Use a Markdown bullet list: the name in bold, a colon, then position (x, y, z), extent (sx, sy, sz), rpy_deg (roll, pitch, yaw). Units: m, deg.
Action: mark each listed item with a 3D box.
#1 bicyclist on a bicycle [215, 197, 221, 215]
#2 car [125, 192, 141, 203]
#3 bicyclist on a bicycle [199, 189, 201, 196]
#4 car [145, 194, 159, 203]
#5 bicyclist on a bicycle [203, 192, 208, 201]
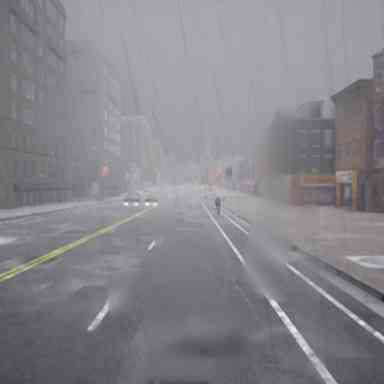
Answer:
- **bicyclist on a bicycle**: position (2.268, 1.246, 29.251), extent (0.582, 1.620, 1.656), rpy_deg (0, 0, 0)
- **car**: position (-9.768, 0.839, 55.116), extent (2.097, 1.767, 4.553), rpy_deg (0, 1, 0)
- **bicyclist on a bicycle**: position (2.260, 0.113, 91.333), extent (0.659, 1.776, 1.843), rpy_deg (0, 2, 0)
- **car**: position (-6.521, 1.059, 54.681), extent (1.994, 1.385, 4.181), rpy_deg (0, 1, 0)
- **bicyclist on a bicycle**: position (2.535, 0.846, 60.901), extent (0.866, 1.612, 1.509), rpy_deg (0, 1, -2)
